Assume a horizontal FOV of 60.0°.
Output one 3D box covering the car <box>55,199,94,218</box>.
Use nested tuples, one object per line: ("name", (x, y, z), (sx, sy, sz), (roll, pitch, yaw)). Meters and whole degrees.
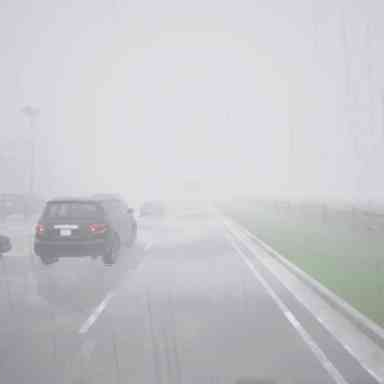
("car", (-10.383, 1.408, 29.804), (1.812, 1.442, 4.674), (0, 0, 0))

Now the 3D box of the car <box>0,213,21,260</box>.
("car", (-6.895, 1.513, 8.585), (2.033, 1.411, 5.357), (0, 0, 0))

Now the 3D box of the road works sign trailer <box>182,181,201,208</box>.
("road works sign trailer", (0.024, 0.286, 44.893), (2.380, 3.560, 2.880), (0, 0, 0))

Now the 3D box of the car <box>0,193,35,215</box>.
("car", (-13.884, 1.111, 27.926), (2.150, 2.045, 5.566), (0, 0, 0))

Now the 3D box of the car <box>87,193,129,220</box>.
("car", (-6.885, 1.111, 27.971), (2.150, 2.045, 5.566), (0, 0, 0))

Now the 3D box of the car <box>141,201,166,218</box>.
("car", (-3.385, 1.448, 29.312), (1.994, 1.385, 4.181), (0, 0, 0))

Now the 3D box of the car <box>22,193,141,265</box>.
("car", (-3.393, 1.175, 11.639), (2.150, 2.045, 5.566), (0, 0, 0))
